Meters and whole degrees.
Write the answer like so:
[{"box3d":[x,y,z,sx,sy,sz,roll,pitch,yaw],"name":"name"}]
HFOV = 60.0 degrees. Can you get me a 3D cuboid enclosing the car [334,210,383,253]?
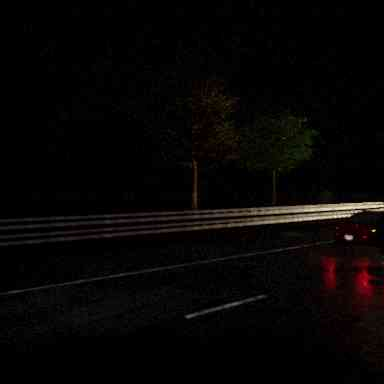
[{"box3d":[7.598,1.476,13.476,4.674,1.442,1.812,0,0,-36],"name":"car"}]
